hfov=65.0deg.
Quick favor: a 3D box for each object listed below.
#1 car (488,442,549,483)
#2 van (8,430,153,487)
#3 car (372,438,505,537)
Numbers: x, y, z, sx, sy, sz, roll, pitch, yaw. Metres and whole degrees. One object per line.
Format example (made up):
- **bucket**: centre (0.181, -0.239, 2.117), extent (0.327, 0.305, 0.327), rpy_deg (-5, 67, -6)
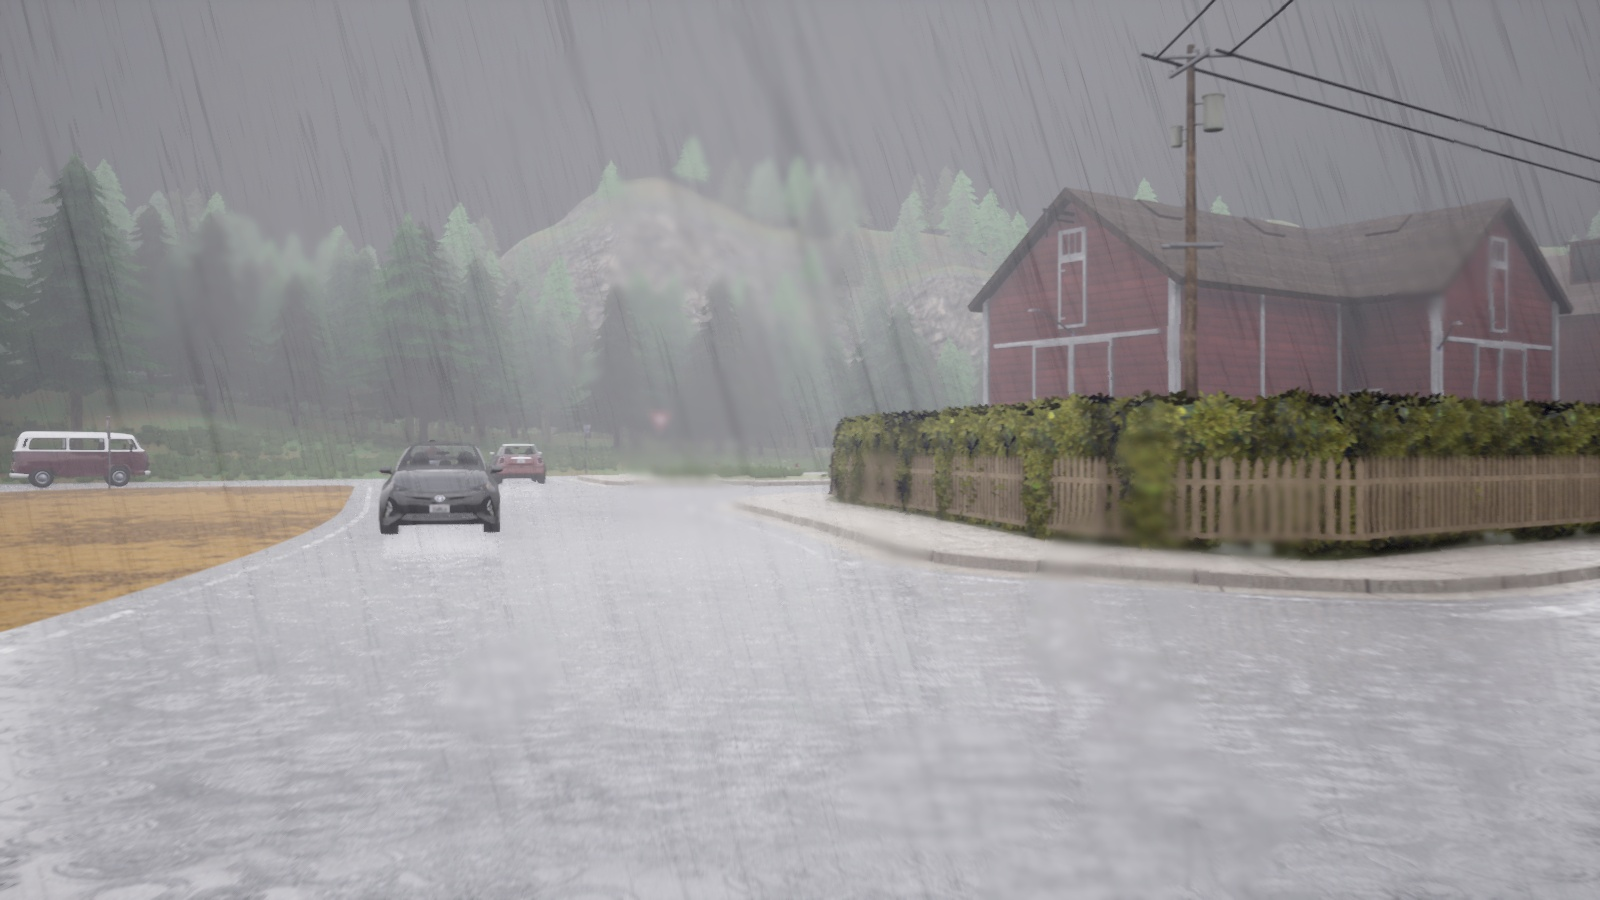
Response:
- **car**: centre (-10.752, 0.448, 47.801), extent (1.970, 1.475, 3.806), rpy_deg (0, 0, -18)
- **van**: centre (-26.523, 0.295, 46.353), extent (4.480, 2.038, 2.069), rpy_deg (0, 0, -35)
- **car**: centre (-6.226, 0.571, 21.908), extent (2.007, 1.525, 4.514), rpy_deg (0, 0, -14)
